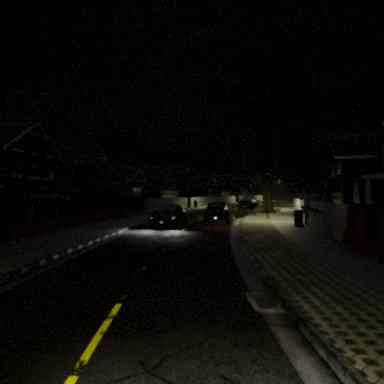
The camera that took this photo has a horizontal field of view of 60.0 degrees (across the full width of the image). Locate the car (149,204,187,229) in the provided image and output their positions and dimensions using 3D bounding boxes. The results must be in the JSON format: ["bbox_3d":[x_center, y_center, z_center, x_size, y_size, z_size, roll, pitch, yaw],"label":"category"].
[{"bbox_3d":[-1.479,1.558,22.307,1.812,1.442,4.674,0,0,9],"label":"car"}]

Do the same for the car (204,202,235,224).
[{"bbox_3d":[2.070,1.526,25.007,1.837,1.490,4.892,-1,0,11],"label":"car"}]

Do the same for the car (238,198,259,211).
[{"bbox_3d":[7.082,1.535,41.622,2.128,1.511,4.902,0,0,21],"label":"car"}]
